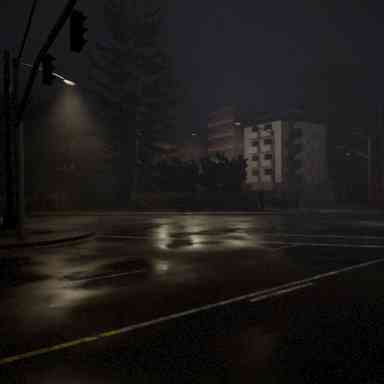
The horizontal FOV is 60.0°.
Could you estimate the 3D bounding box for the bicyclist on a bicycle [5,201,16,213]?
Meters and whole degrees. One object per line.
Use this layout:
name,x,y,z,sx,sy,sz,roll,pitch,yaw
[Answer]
bicyclist on a bicycle,-18.106,1.346,33.202,0.582,1.620,1.656,-1,1,9

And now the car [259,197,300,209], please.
car,9.981,1.192,38.051,1.895,1.301,4.718,-1,1,-35
